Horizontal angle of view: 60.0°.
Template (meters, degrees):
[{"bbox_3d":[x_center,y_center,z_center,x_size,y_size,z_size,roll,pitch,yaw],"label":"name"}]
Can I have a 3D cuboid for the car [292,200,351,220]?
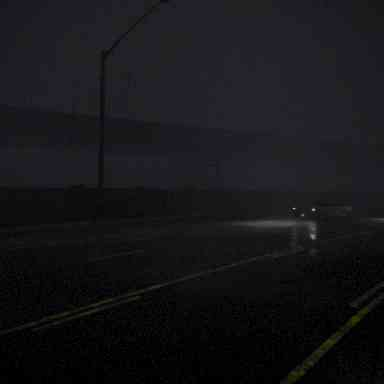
[{"bbox_3d":[9.050,1.207,23.209,4.718,1.301,1.895,0,1,-38],"label":"car"}]
